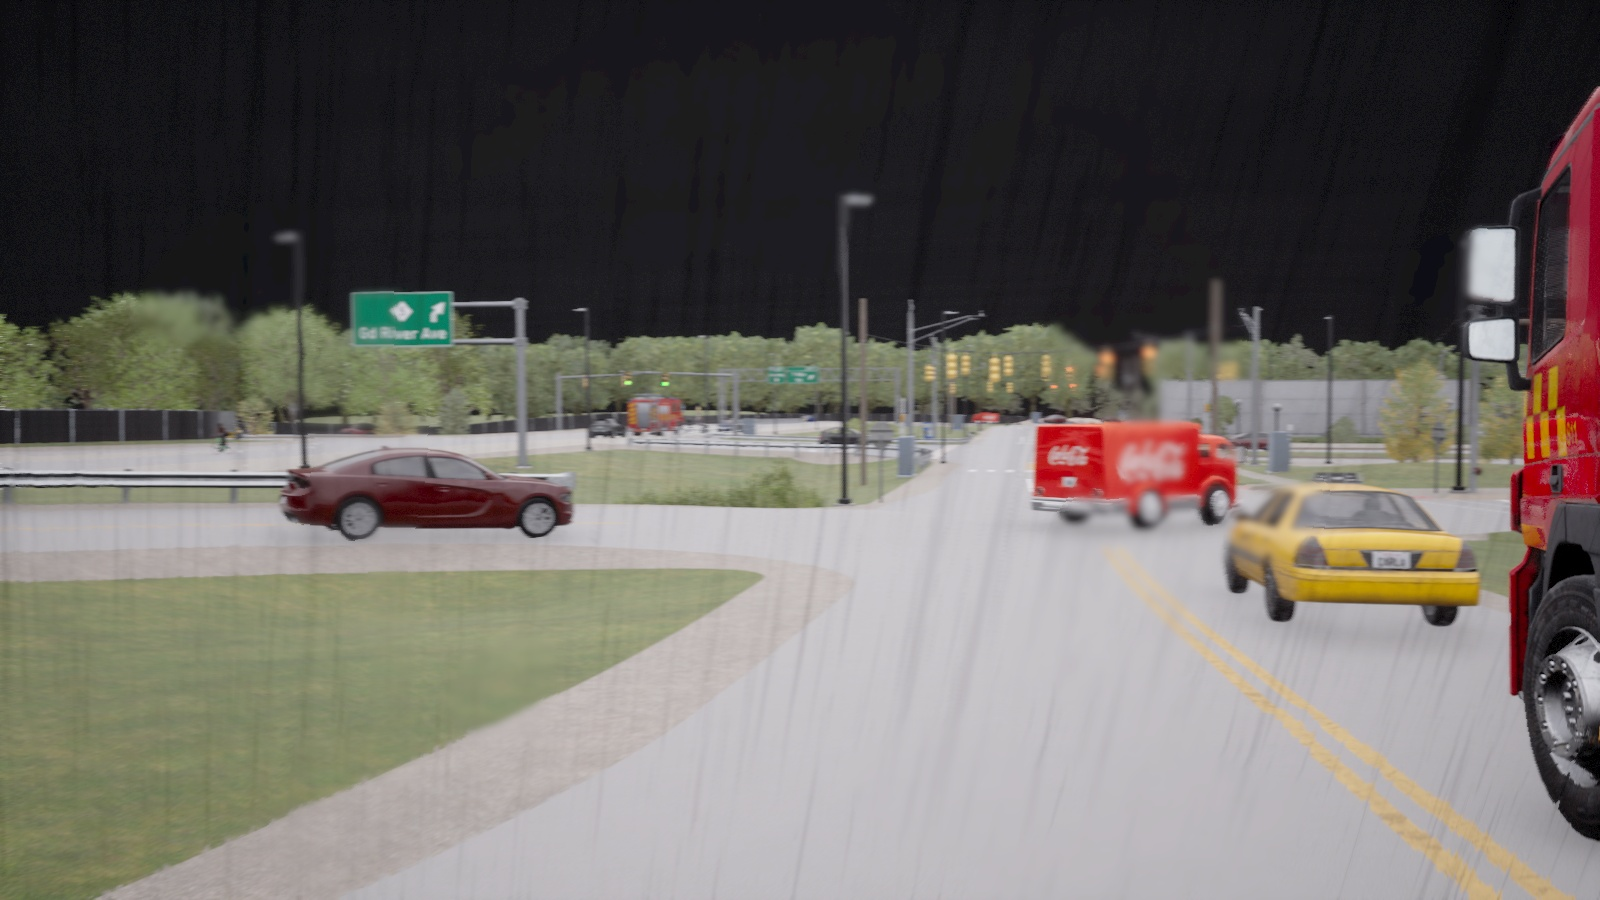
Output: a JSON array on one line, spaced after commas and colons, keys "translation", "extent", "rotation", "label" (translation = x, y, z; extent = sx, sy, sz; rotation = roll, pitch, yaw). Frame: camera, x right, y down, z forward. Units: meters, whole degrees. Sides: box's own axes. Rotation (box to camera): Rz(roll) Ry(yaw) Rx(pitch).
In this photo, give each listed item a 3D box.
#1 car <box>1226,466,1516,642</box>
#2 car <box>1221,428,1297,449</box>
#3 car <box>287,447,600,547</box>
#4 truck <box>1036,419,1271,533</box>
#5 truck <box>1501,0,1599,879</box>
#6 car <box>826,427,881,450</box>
[{"translation": [6.150, 0.978, 14.233], "extent": [1.801, 1.575, 5.366], "rotation": [0, 0, 11], "label": "car"}, {"translation": [33.350, -0.842, 91.381], "extent": [4.792, 1.488, 2.163], "rotation": [0, 2, 7], "label": "car"}, {"translation": [-6.271, 0.784, 22.290], "extent": [5.008, 1.535, 1.882], "rotation": [1, 2, -31], "label": "car"}, {"translation": [8.491, 0.525, 30.033], "extent": [5.204, 2.467, 2.627], "rotation": [-1, 1, -34], "label": "truck"}, {"translation": [3.787, -0.296, 2.796], "extent": [2.891, 3.827, 8.468], "rotation": [-1, -1, 23], "label": "truck"}, {"translation": [3.751, -0.821, 88.419], "extent": [3.705, 1.549, 1.789], "rotation": [0, 3, 8], "label": "car"}]
